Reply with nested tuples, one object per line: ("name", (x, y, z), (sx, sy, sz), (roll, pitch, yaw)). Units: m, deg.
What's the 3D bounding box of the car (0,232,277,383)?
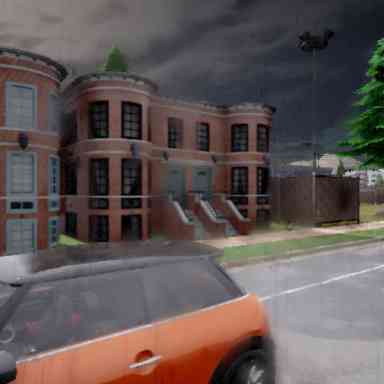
("car", (-1.362, 1.352, 3.020), (4.553, 1.767, 2.097), (0, 0, -35))
